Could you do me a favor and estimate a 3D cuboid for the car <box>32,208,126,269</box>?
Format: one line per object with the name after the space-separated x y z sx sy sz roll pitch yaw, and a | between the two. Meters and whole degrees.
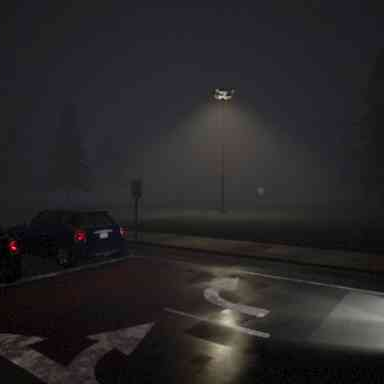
-4.400 1.327 11.292 4.553 1.767 2.097 0 0 35 | car

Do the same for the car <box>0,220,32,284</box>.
-6.306 1.328 8.303 4.553 1.767 2.097 0 0 35 | car
